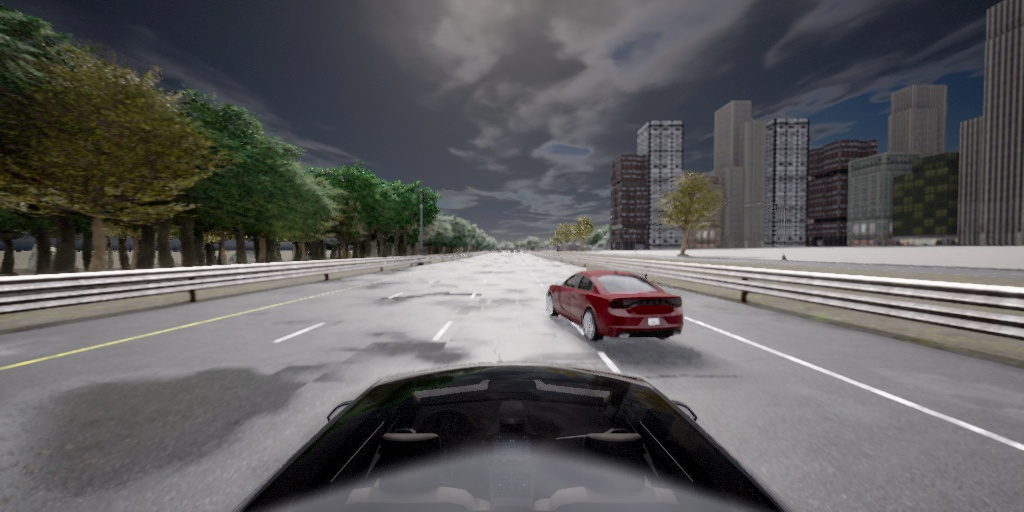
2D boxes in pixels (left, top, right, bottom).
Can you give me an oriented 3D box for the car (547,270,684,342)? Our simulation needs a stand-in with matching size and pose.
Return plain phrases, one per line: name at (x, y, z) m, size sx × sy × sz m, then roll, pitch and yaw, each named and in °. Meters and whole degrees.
car at (2.367, 1.105, 9.565) m, size 1.882 × 1.535 × 5.008 m, roll 0°, pitch 1°, yaw -11°
